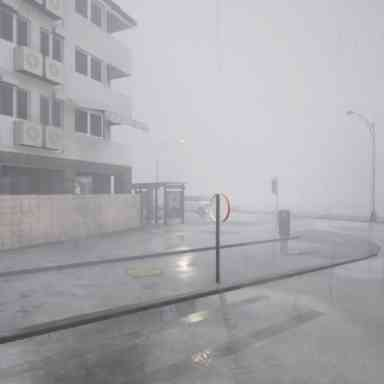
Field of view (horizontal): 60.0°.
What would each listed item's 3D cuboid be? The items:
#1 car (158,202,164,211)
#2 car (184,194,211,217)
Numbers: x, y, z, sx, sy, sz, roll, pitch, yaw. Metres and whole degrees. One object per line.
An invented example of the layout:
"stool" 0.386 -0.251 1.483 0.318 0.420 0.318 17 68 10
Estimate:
"car" -5.035 1.535 39.630 1.812 1.442 4.674 0 0 -35
"car" 0.644 1.231 31.636 2.150 2.045 5.566 0 0 -35
